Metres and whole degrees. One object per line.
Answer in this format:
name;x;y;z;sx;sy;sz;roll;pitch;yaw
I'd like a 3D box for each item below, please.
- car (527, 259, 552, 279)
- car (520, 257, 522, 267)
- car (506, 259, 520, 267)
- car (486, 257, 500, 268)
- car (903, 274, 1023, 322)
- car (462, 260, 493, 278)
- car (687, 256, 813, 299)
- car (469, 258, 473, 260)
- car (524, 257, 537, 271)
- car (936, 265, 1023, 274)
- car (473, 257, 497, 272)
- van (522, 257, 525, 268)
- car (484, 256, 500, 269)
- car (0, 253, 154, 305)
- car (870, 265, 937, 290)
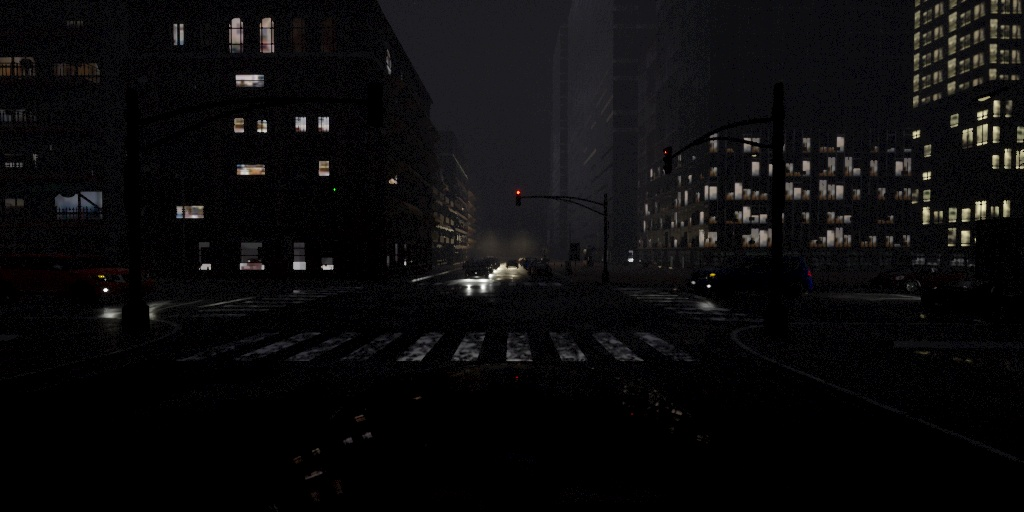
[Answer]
car;2.630;1.272;32.495;1.888;1.381;4.507;0;0;0
car;2.611;1.240;55.079;1.888;1.381;4.507;0;0;0
car;0.049;1.247;61.757;1.994;1.385;4.181;0;0;0
car;-3.111;1.037;60.716;2.097;1.767;4.553;0;0;0
car;16.706;1.445;12.200;4.403;1.370;2.007;0;0;1
car;-3.117;1.290;32.834;1.994;1.385;4.181;0;0;0
car;11.896;1.003;18.094;5.566;2.045;2.150;0;1;-1
car;-5.732;1.270;49.393;1.948;1.339;4.313;0;0;0
car;2.626;1.159;38.141;1.967;1.591;4.097;0;0;0
car;25.135;1.334;17.998;4.902;1.511;2.128;0;1;1
car;-3.132;1.220;41.572;1.837;1.490;4.892;0;0;0
van;2.616;1.045;49.433;1.690;1.789;3.998;0;0;0
car;-3.127;1.054;50.808;2.097;1.767;4.553;0;0;0
car;-18.852;0.911;15.359;5.566;2.045;2.150;0;1;1
car;23.357;1.230;20.753;4.097;1.591;1.967;0;0;1
